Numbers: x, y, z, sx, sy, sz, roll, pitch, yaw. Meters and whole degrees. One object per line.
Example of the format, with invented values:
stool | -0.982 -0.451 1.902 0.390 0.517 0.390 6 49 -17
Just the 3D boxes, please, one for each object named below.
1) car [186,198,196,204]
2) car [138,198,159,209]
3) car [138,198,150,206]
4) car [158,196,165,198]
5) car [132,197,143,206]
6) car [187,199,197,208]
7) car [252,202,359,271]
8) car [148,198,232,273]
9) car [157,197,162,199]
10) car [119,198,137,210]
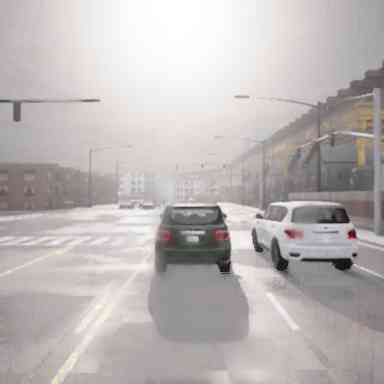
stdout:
car | -0.296 2.483 89.845 2.128 1.511 4.902 0 -1 -7
car | -7.150 2.145 55.584 2.033 1.411 5.357 0 -1 0
car | -10.594 2.152 74.112 2.097 1.767 4.553 0 -1 0
car | -7.096 2.034 75.479 2.150 2.045 5.566 0 -1 0
car | -10.601 1.911 64.029 2.150 2.045 5.566 0 -1 1
car | 0.005 2.165 61.865 1.837 1.490 4.892 0 -1 0
car | 3.568 1.341 11.524 2.150 2.045 5.566 0 -1 0
car | 0.054 1.342 11.228 2.150 2.045 5.566 0 -1 1
car | -7.098 2.222 64.862 1.812 1.442 4.674 0 -1 0
car | -10.645 2.112 54.360 1.812 1.442 4.674 0 -1 0
